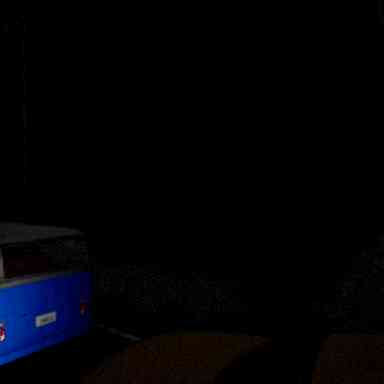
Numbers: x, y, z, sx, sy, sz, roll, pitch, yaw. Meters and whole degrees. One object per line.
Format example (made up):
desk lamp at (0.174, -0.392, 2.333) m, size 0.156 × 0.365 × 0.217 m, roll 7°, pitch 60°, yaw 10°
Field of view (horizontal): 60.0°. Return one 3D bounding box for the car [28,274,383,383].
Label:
car at (1.158, 1.525, 2.030) m, size 4.829 × 1.417 × 1.752 m, roll 0°, pitch -1°, yaw 36°

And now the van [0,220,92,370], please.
van at (-3.322, 1.348, 5.227) m, size 3.998 × 1.788 × 1.690 m, roll 0°, pitch -1°, yaw 35°
